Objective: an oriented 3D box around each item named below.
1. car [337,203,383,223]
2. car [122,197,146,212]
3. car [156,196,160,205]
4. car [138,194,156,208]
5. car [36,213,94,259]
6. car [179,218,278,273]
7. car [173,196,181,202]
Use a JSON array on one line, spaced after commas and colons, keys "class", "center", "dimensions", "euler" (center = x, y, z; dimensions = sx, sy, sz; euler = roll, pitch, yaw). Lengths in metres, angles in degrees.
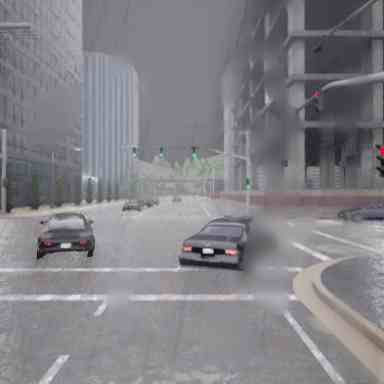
[{"class": "car", "center": [13.044, 1.543, 24.616], "dimensions": [4.181, 1.385, 1.994], "euler": [0, 0, 0]}, {"class": "car", "center": [-7.095, 1.620, 40.123], "dimensions": [1.994, 1.385, 4.181], "euler": [0, 0, 0]}, {"class": "car", "center": [-7.008, 1.435, 59.264], "dimensions": [2.097, 1.767, 4.553], "euler": [0, 0, 0]}, {"class": "car", "center": [-7.076, 1.291, 49.443], "dimensions": [2.150, 2.045, 5.566], "euler": [0, 0, 0]}, {"class": "car", "center": [-4.756, 1.515, 12.629], "dimensions": [1.812, 1.442, 4.674], "euler": [1, 0, -20]}, {"class": "car", "center": [1.428, 1.540, 10.779], "dimensions": [2.033, 1.411, 5.357], "euler": [0, 0, 24]}, {"class": "car", "center": [-3.498, 1.648, 77.162], "dimensions": [2.033, 1.411, 5.357], "euler": [0, 0, 0]}]
